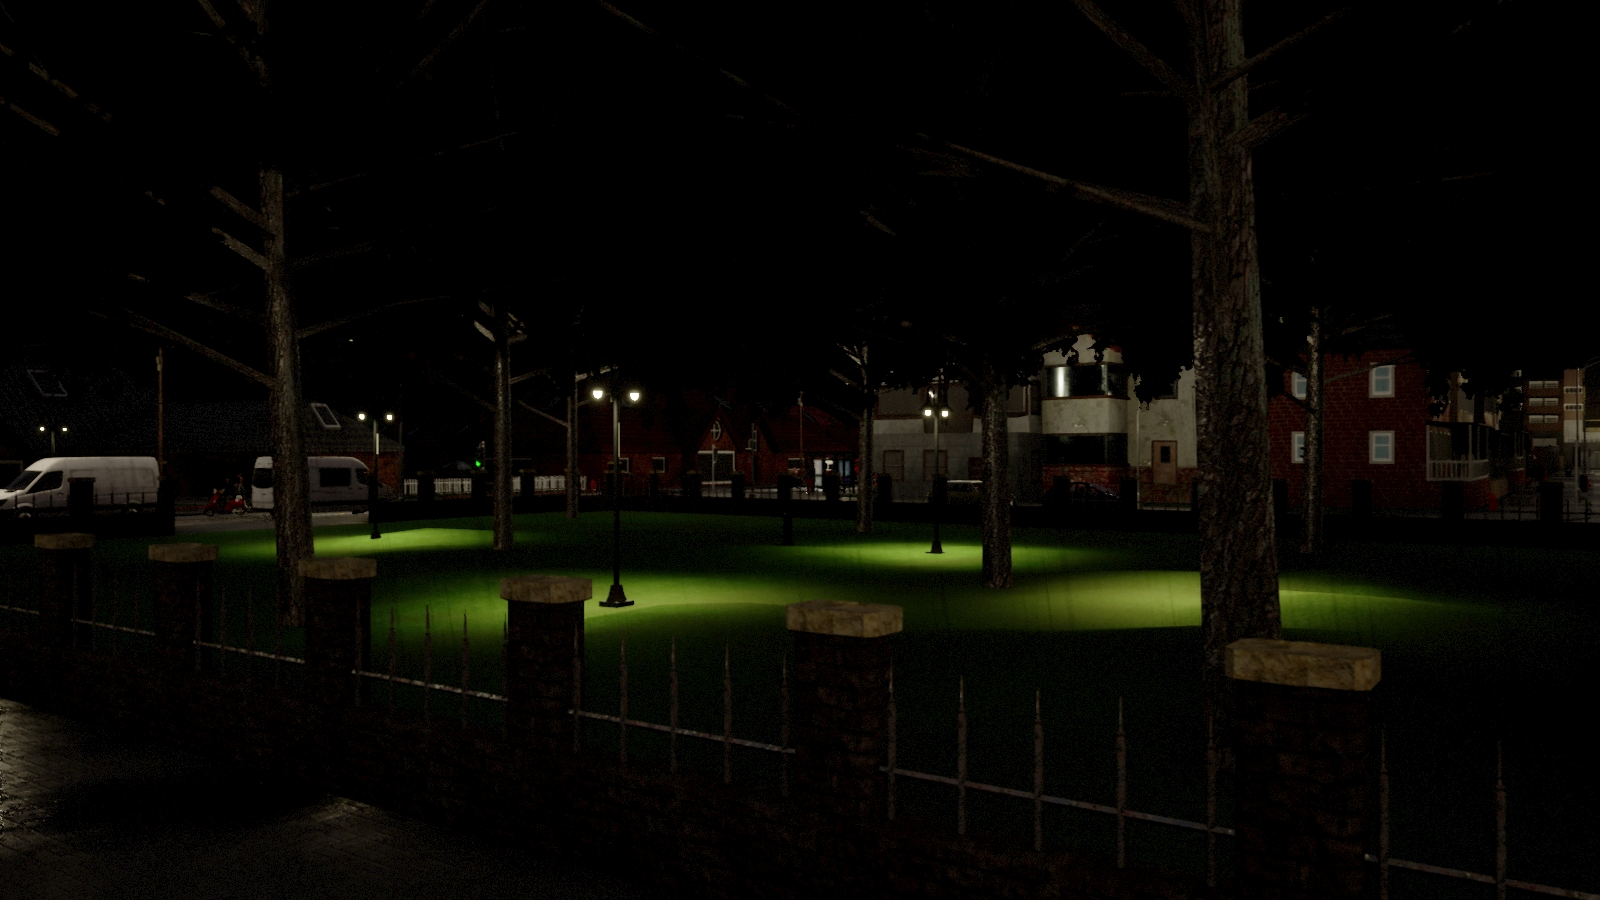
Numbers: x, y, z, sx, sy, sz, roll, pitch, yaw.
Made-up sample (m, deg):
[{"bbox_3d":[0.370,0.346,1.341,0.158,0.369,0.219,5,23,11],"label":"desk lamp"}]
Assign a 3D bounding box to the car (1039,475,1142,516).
[{"bbox_3d":[11.808,1.825,46.530,3.633,1.501,1.845,0,0,35],"label":"car"}]
